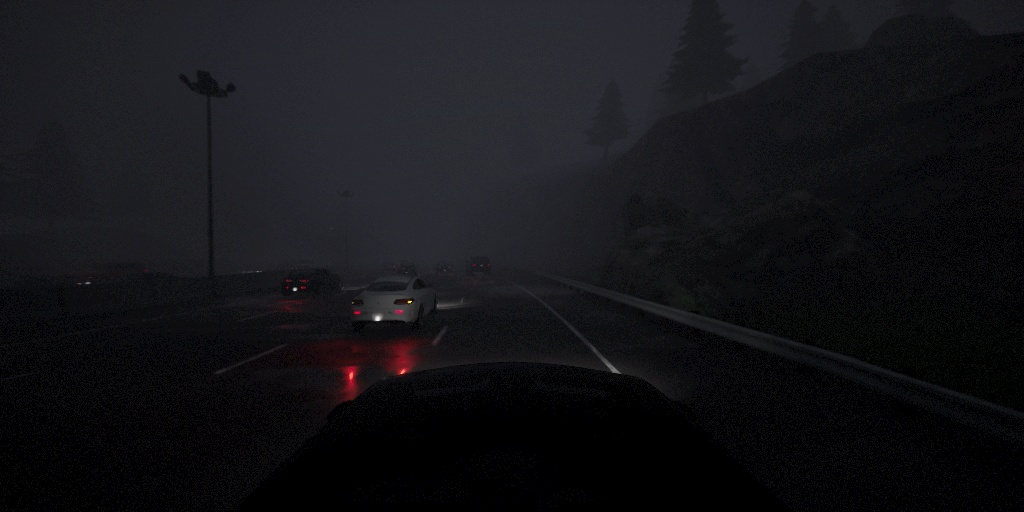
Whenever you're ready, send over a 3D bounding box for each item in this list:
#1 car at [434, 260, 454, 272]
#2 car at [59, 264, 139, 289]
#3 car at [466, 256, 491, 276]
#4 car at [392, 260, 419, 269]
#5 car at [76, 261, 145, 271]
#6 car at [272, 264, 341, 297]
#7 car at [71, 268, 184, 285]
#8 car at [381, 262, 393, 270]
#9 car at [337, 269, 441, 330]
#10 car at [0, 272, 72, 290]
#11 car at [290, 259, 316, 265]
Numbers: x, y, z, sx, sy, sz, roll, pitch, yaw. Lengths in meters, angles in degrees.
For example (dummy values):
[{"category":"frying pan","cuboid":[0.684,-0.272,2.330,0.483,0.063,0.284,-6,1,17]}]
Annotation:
[{"category":"car","cuboid":[-9.200,1.504,47.476,1.895,1.301,4.718,-1,0,-18]},{"category":"car","cuboid":[-34.514,1.645,30.187,2.097,1.767,4.553,-1,0,-12]},{"category":"car","cuboid":[-3.605,1.037,38.222,2.150,2.045,5.566,0,0,-13]},{"category":"car","cuboid":[-10.639,1.414,36.647,2.128,1.511,4.902,-1,0,-13]},{"category":"car","cuboid":[-30.269,1.447,26.751,2.150,2.045,5.566,-1,0,-10]},{"category":"car","cuboid":[-11.328,1.435,20.571,1.837,1.490,4.892,0,0,-8]},{"category":"car","cuboid":[-22.372,1.649,21.643,2.033,1.411,5.357,-1,0,-8]},{"category":"car","cuboid":[-17.907,1.587,52.053,2.033,1.411,5.357,-1,0,-22]},{"category":"car","cuboid":[-3.557,1.333,11.361,1.812,1.442,4.674,0,0,-4]},{"category":"car","cuboid":[-25.592,1.715,18.843,1.994,1.385,4.181,-1,0,-7]},{"category":"car","cuboid":[-29.294,1.426,50.951,2.150,2.045,5.566,-1,1,-20]}]
